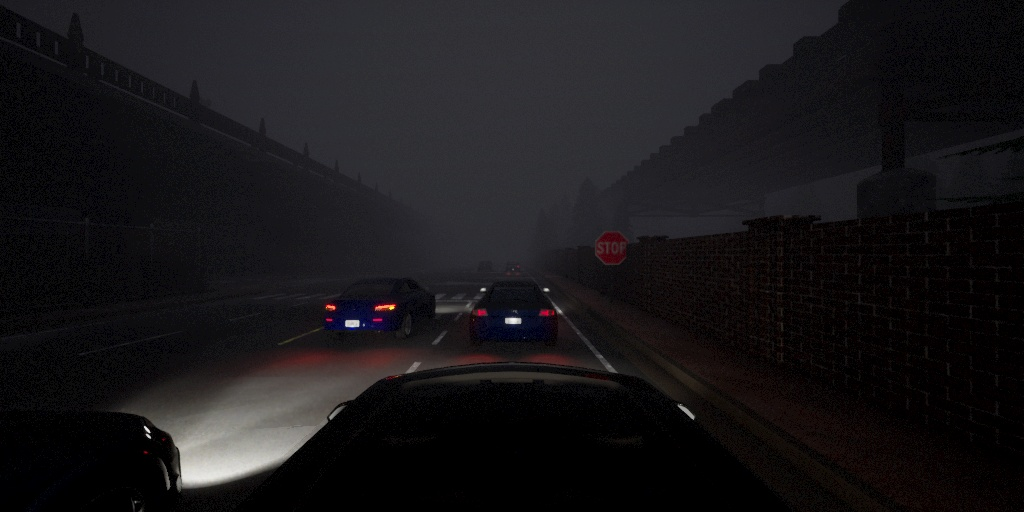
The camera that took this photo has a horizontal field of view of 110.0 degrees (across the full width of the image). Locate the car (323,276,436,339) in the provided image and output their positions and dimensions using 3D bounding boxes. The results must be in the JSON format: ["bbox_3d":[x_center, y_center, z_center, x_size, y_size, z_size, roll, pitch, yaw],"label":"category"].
[{"bbox_3d":[-3.412,1.276,9.952,1.812,1.442,4.674,0,0,0],"label":"car"}]

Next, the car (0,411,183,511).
[{"bbox_3d":[-3.399,1.314,0.856,1.994,1.385,4.181,0,0,0],"label":"car"}]

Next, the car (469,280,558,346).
[{"bbox_3d":[0.070,1.314,9.429,1.994,1.385,4.181,0,0,1],"label":"car"}]

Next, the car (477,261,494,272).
[{"bbox_3d":[-3.388,1.297,46.018,2.033,1.411,5.357,0,0,-1],"label":"car"}]

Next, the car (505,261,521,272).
[{"bbox_3d":[0.106,1.351,46.225,1.895,1.301,4.718,0,0,-1],"label":"car"}]
